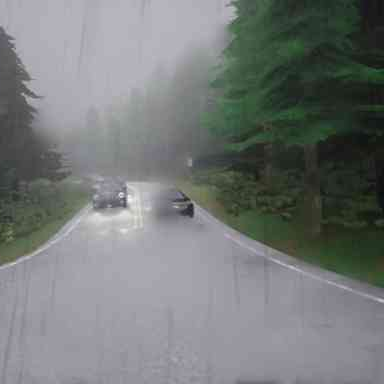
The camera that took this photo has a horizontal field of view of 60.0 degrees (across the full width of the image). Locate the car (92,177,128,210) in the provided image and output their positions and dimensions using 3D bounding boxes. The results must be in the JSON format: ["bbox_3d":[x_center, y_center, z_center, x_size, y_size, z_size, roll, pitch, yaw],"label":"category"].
[{"bbox_3d":[-5.593,0.090,22.900,2.097,1.767,4.553,-5,6,-9],"label":"car"}]

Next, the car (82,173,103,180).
[{"bbox_3d":[-13.453,-1.800,45.337,2.128,1.511,4.902,-6,7,-37],"label":"car"}]

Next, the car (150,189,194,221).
[{"bbox_3d":[-1.185,0.538,17.953,1.994,1.385,4.181,-5,6,-11],"label":"car"}]

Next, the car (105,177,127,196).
[{"bbox_3d":[-7.549,-0.623,32.875,1.895,1.301,4.718,-5,7,-13],"label":"car"}]
